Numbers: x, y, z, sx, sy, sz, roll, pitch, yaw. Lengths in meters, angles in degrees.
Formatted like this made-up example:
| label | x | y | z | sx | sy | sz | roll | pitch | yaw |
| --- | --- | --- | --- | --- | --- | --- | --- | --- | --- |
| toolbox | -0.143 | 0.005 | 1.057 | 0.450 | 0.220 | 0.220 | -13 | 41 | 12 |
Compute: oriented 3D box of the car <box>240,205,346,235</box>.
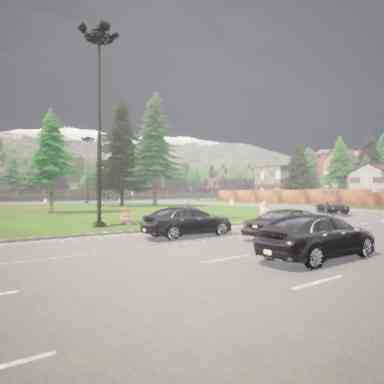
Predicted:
| label | x | y | z | sx | sy | sz | roll | pitch | yaw |
| --- | --- | --- | --- | --- | --- | --- | --- | --- | --- |
| car | 4.733 | 1.526 | 15.724 | 5.357 | 1.411 | 2.033 | 0 | 0 | -35 |

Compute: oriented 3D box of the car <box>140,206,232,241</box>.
| label | x | y | z | sx | sy | sz | roll | pitch | yaw |
| --- | --- | --- | --- | --- | --- | --- | --- | --- | --- |
| car | -0.202 | 1.489 | 16.590 | 4.892 | 1.490 | 1.837 | 0 | 0 | -35 |

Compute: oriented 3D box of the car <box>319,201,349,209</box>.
| label | x | y | z | sx | sy | sz | roll | pitch | yaw |
| --- | --- | --- | --- | --- | --- | --- | --- | --- | --- |
| car | 13.768 | 1.551 | 32.978 | 1.895 | 1.301 | 4.718 | 0 | 0 | 4 |

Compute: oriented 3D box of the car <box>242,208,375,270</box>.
| label | x | y | z | sx | sy | sz | roll | pitch | yaw |
| --- | --- | --- | --- | --- | --- | --- | --- | --- | --- |
| car | 4.152 | 1.489 | 11.009 | 4.892 | 1.490 | 1.837 | 0 | 0 | -36 |
